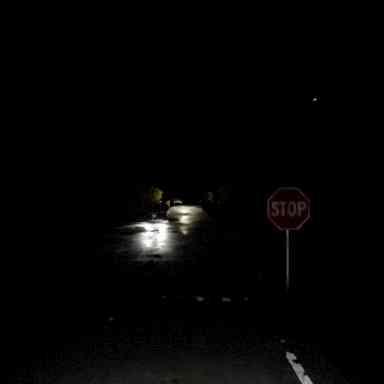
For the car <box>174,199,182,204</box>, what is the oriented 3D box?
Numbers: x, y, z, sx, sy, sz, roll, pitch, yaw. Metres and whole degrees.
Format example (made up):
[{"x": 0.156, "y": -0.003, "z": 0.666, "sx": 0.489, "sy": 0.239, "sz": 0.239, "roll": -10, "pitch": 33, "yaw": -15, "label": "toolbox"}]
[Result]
[{"x": -3.191, "y": 2.406, "z": 75.965, "sx": 1.812, "sy": 1.442, "sz": 4.674, "roll": 0, "pitch": -2, "yaw": 0, "label": "car"}]

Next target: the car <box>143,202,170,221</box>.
[{"x": -2.912, "y": 1.589, "z": 27.951, "sx": 2.128, "sy": 1.511, "sz": 4.902, "roll": 0, "pitch": 0, "yaw": 0, "label": "car"}]
